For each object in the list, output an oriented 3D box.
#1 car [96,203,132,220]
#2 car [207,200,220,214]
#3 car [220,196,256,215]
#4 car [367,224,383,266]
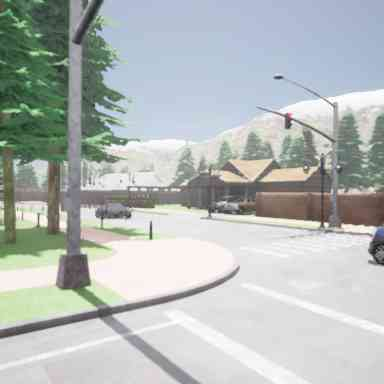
[{"bbox_3d":[-6.923,1.653,29.413,1.994,1.385,4.181,1,0,-37],"label":"car"},{"bbox_3d":[3.665,1.378,36.013,3.866,1.878,1.905,1,0,-37],"label":"car"},{"bbox_3d":[5.484,1.380,34.235,4.605,1.855,1.932,1,0,-37],"label":"car"},{"bbox_3d":[7.846,1.455,9.797,2.097,1.767,4.553,1,0,-38],"label":"car"}]
